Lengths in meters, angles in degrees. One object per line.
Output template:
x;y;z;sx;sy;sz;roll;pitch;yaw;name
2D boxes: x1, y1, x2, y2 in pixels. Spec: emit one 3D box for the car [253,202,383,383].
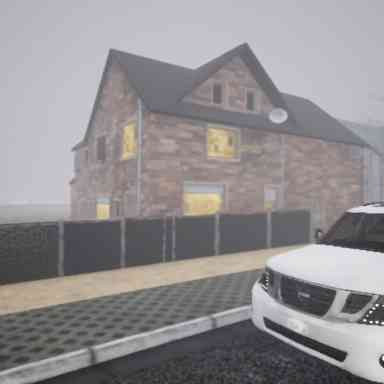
3.536;1.199;5.399;5.566;2.045;2.150;0;0;-33;car
